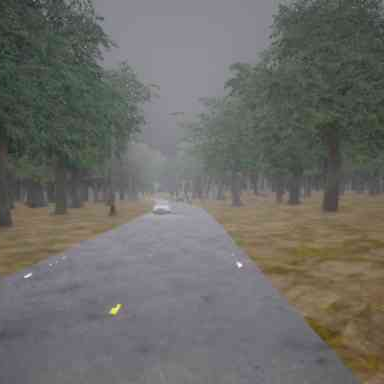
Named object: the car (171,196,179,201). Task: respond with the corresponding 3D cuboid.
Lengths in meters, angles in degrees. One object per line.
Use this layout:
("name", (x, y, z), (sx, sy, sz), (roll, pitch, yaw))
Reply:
("car", (-4.907, 1.849, 95.504), (1.812, 1.442, 4.674), (0, 0, -8))

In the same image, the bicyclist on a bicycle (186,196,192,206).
("bicyclist on a bicycle", (-0.236, 1.672, 57.789), (0.866, 1.612, 1.509), (0, 0, -4))

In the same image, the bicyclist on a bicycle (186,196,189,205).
("bicyclist on a bicycle", (-0.897, 1.716, 66.848), (0.582, 1.620, 1.656), (0, -1, -5))

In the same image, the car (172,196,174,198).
("car", (-5.859, 1.584, 78.783), (1.895, 1.301, 4.718), (0, 0, -6))

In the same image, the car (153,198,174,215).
("car", (-3.235, 1.690, 36.581), (1.812, 1.442, 4.674), (0, 0, -1))

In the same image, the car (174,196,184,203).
("car", (-3.106, 1.805, 81.180), (1.837, 1.490, 4.892), (0, 0, -7))
